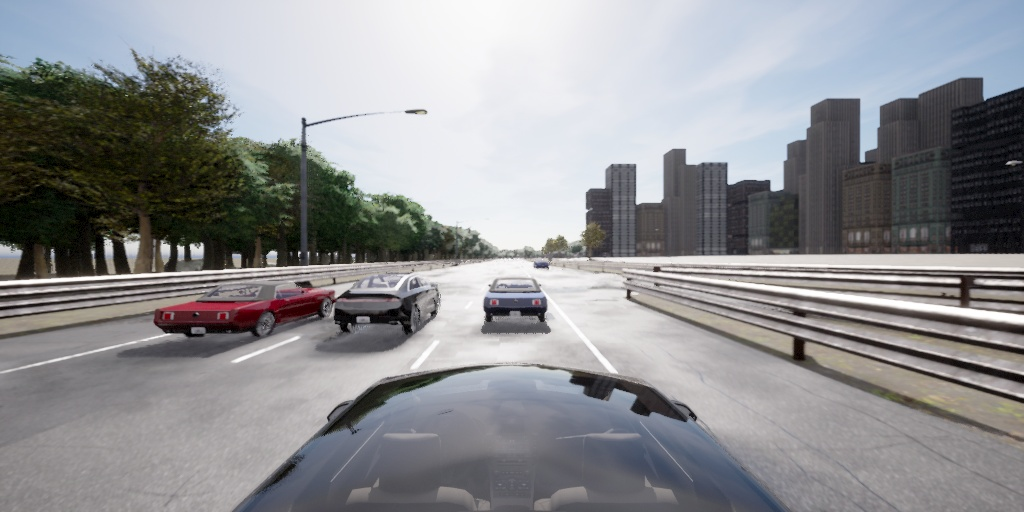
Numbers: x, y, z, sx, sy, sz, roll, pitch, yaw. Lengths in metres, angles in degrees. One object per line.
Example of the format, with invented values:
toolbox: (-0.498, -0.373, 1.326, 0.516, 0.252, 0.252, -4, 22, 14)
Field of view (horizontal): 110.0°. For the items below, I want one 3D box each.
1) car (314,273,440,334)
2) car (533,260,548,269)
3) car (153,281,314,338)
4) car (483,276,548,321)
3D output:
car: (-3.401, 1.245, 10.630, 2.128, 1.511, 4.902, 0, 0, 0)
car: (4.616, 1.354, 58.058, 1.882, 1.535, 5.008, 0, 0, -5)
car: (-6.902, 1.354, 10.118, 1.895, 1.301, 4.718, 0, 0, 0)
car: (0.099, 1.355, 12.441, 1.895, 1.301, 4.718, 0, 0, 0)
